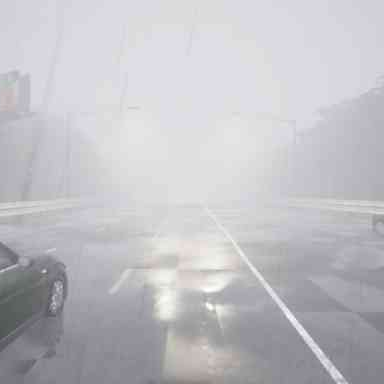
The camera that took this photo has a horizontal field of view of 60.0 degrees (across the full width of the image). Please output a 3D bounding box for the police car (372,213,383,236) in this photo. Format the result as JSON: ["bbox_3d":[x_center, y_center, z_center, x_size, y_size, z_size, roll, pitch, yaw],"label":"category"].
[{"bbox_3d":[9.779,1.198,13.829,1.930,1.638,5.238,0,-1,-11],"label":"police car"}]

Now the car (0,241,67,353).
[{"bbox_3d":[-3.403,1.323,4.462,2.097,1.767,4.553,0,0,0],"label":"car"}]
